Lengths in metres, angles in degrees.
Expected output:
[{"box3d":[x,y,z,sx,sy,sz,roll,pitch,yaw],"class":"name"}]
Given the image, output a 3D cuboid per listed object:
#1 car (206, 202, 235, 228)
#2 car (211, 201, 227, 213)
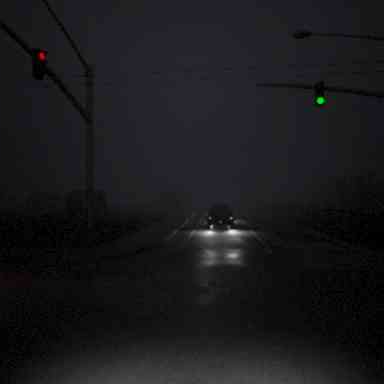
[{"box3d":[2.020,1.687,23.745,1.812,1.442,4.674,0,-1,4],"class":"car"},{"box3d":[3.498,1.884,42.863,1.994,1.385,4.181,0,-1,5],"class":"car"}]
